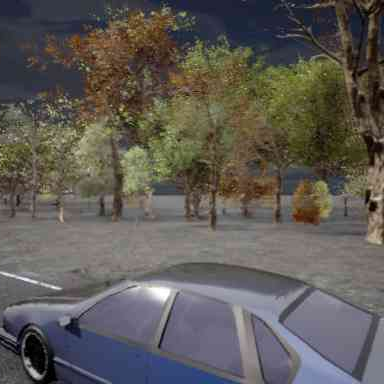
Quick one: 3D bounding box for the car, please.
[{"bbox_3d":[0.032,1.551,3.677,5.357,1.411,2.033,0,0,34],"label":"car"}]
